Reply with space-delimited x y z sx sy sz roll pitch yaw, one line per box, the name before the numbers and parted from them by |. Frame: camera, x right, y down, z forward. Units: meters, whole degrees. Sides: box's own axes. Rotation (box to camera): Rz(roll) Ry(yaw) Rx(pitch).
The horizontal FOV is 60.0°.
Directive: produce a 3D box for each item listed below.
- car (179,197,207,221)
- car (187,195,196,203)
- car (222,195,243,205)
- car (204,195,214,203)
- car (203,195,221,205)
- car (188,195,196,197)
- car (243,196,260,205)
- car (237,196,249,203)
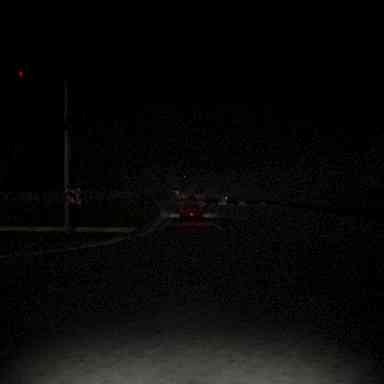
car | -0.030 1.476 27.063 1.882 1.535 5.008 0 0 0
car | -0.076 1.445 68.091 1.837 1.490 4.892 0 0 0
car | 6.936 1.488 57.679 2.128 1.511 4.902 0 0 0
car | 3.424 1.445 68.095 1.837 1.490 4.892 0 0 0
car | 3.436 1.502 57.676 1.837 1.490 4.892 0 0 0
car | -0.064 1.349 58.058 2.097 1.767 4.553 0 0 0
car | 10.436 1.475 57.683 1.882 1.535 5.008 0 0 0
car | 10.424 1.469 68.103 1.812 1.442 4.674 0 0 0
